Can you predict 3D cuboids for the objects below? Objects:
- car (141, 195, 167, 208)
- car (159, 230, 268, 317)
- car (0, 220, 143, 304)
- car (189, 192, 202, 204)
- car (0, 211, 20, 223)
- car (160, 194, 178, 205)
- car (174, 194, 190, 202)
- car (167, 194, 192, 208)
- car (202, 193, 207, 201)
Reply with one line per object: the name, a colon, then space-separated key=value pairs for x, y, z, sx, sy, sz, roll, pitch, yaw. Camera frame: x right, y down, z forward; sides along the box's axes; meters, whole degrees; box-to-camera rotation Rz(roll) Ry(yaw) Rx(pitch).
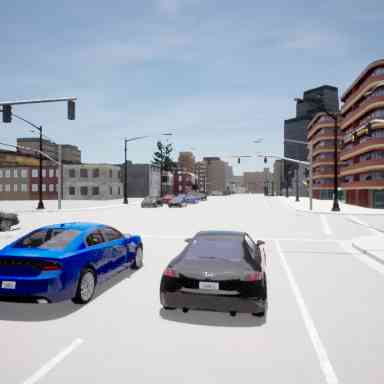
car: x=-5.545 y=1.230 z=46.498 sx=2.097 sy=1.767 sz=4.553 roll=0 pitch=1 yaw=11
car: x=0.692 y=1.564 z=7.624 sx=1.994 sy=1.385 sz=4.181 roll=0 pitch=0 yaw=12
car: x=-2.745 y=1.478 z=8.271 sx=1.882 sy=1.535 sz=5.008 roll=0 pitch=0 yaw=11
car: x=-0.072 y=1.249 z=56.279 sx=1.812 sy=1.442 sz=4.674 roll=0 pitch=1 yaw=11
car: x=-11.572 y=1.547 z=17.506 sx=2.033 sy=1.411 sz=5.357 roll=0 pitch=0 yaw=13
car: x=-3.781 y=1.226 z=55.464 sx=1.882 sy=1.535 sz=5.008 roll=0 pitch=1 yaw=11
car: x=-1.872 y=1.125 z=65.114 sx=2.033 sy=1.411 sz=5.357 roll=0 pitch=1 yaw=11
car: x=-1.909 y=1.409 z=46.874 sx=2.033 sy=1.411 sz=5.357 roll=0 pitch=1 yaw=11
car: x=1.890 y=1.052 z=66.101 sx=1.837 sy=1.490 sz=4.892 roll=0 pitch=1 yaw=12
